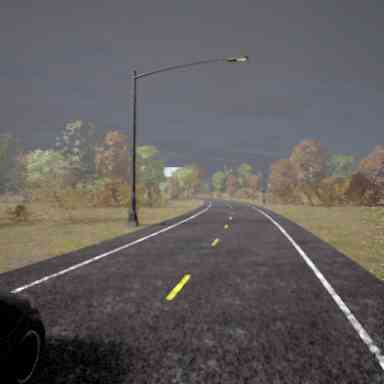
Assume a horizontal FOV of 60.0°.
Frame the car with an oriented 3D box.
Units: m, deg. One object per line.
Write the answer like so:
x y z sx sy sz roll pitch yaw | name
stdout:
-2.867 1.541 2.478 1.994 1.385 4.181 1 0 2 | car
